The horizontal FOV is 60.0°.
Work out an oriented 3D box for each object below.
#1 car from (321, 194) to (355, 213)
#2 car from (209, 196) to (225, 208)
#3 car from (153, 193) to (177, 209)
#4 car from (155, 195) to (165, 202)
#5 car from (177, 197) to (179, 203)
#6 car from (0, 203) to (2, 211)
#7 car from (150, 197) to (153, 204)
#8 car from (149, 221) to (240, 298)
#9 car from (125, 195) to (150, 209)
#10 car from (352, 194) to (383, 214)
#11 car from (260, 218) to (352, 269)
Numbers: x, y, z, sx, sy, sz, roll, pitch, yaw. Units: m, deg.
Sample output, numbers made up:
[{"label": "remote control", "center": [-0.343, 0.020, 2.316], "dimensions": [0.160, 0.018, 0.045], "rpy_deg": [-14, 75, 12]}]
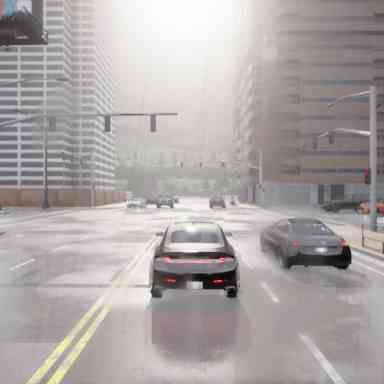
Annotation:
[{"label": "car", "center": [17.142, 1.220, 36.556], "dimensions": [5.566, 2.045, 2.150], "rpy_deg": [0, 0, 0]}, {"label": "car", "center": [3.528, 1.350, 47.879], "dimensions": [2.097, 1.767, 4.553], "rpy_deg": [0, 0, 0]}, {"label": "car", "center": [-3.660, 1.219, 45.882], "dimensions": [2.150, 2.045, 5.566], "rpy_deg": [0, 0, 0]}, {"label": "car", "center": [-7.112, 1.509, 75.007], "dimensions": [1.812, 1.442, 4.674], "rpy_deg": [0, 0, 0]}, {"label": "car", "center": [-3.632, 1.598, 66.150], "dimensions": [1.895, 1.301, 4.718], "rpy_deg": [0, 0, 0]}, {"label": "car", "center": [-21.626, 1.490, 33.180], "dimensions": [4.902, 1.511, 2.128], "rpy_deg": [0, 0, 1]}, {"label": "car", "center": [-7.160, 1.598, 59.788], "dimensions": [1.895, 1.301, 4.718], "rpy_deg": [0, 0, 0]}, {"label": "car", "center": [0.052, 1.491, 8.497], "dimensions": [2.128, 1.511, 4.902], "rpy_deg": [0, 0, 0]}, {"label": "car", "center": [-7.388, 1.524, 44.916], "dimensions": [1.812, 1.442, 4.674], "rpy_deg": [0, 0, 5]}, {"label": "car", "center": [18.968, 1.351, 33.036], "dimensions": [4.553, 1.767, 2.097], "rpy_deg": [0, 0, 0]}, {"label": "car", "center": [3.563, 1.563, 11.149], "dimensions": [1.994, 1.385, 4.181], "rpy_deg": [0, 0, 0]}]
